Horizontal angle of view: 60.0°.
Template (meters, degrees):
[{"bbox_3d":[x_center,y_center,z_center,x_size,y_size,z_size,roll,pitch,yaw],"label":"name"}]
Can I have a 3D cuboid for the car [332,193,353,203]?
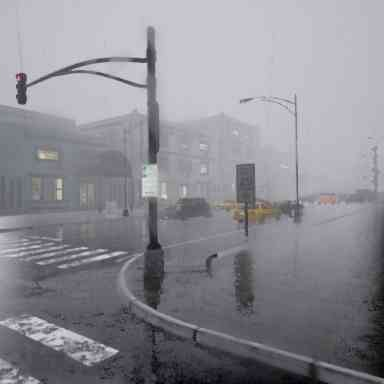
[{"bbox_3d":[24.494,0.901,53.884,2.128,1.511,4.902,-1,0,36],"label":"car"}]

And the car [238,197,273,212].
[{"bbox_3d":[6.662,1.272,34.762,1.994,1.385,4.181,-1,0,36],"label":"car"}]

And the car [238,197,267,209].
[{"bbox_3d":[7.294,1.293,40.037,1.802,1.307,4.206,-1,0,36],"label":"car"}]

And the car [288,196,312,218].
[{"bbox_3d":[7.566,1.217,26.158,2.008,1.369,4.403,-1,0,36],"label":"car"}]

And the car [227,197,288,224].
[{"bbox_3d":[4.413,1.242,21.819,1.752,1.417,4.829,-1,0,36],"label":"car"}]

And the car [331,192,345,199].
[{"bbox_3d":[33.309,0.743,75.846,1.967,1.590,4.097,-1,0,36],"label":"car"}]

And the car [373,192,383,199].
[{"bbox_3d":[40.088,0.720,70.920,1.947,1.339,4.313,-1,0,36],"label":"car"}]

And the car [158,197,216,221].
[{"bbox_3d":[-0.486,1.174,24.943,2.097,1.767,4.553,-1,0,36],"label":"car"}]

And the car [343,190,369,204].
[{"bbox_3d":[22.875,0.924,46.468,1.837,1.490,4.892,-1,0,36],"label":"car"}]

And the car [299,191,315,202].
[{"bbox_3d":[16.598,0.908,48.287,1.994,1.385,4.181,-1,0,36],"label":"car"}]

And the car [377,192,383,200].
[{"bbox_3d":[33.580,0.569,61.967,2.192,1.841,5.009,-1,0,36],"label":"car"}]

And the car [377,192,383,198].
[{"bbox_3d":[43.165,0.651,75.143,1.887,1.381,4.507,-1,0,36],"label":"car"}]

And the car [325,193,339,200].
[{"bbox_3d":[30.058,0.935,71.371,1.802,1.307,4.206,-1,0,36],"label":"car"}]

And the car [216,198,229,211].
[{"bbox_3d":[3.941,1.289,35.423,1.752,1.417,4.829,-1,0,36],"label":"car"}]

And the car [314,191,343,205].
[{"bbox_3d":[19.248,0.845,46.662,2.097,1.767,4.553,-1,0,35],"label":"car"}]

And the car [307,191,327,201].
[{"bbox_3d":[23.551,0.768,62.418,2.192,1.841,5.009,-1,0,36],"label":"car"}]

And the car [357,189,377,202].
[{"bbox_3d":[26.971,0.576,52.180,2.150,2.045,5.566,-1,0,36],"label":"car"}]
